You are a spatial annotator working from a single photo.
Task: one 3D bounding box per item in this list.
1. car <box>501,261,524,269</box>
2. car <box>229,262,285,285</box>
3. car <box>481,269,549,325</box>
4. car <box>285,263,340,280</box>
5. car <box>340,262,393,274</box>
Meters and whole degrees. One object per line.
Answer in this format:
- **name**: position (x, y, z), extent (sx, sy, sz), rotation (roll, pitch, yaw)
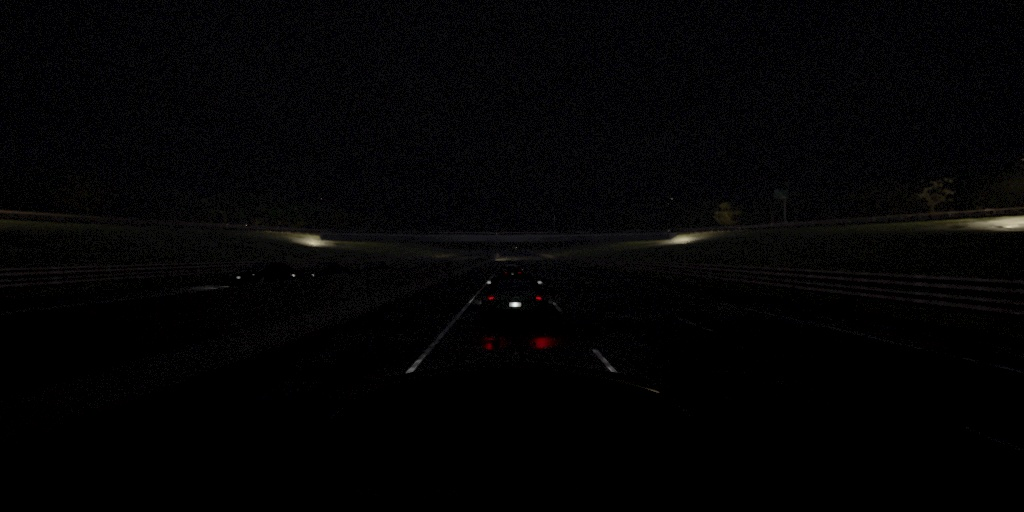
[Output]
- **car**: position (0.042, 1.158, 29.260), extent (1.812, 1.442, 4.674), rotation (0, 0, 0)
- **car**: position (-17.582, 1.162, 25.483), extent (1.837, 1.490, 4.892), rotation (0, 0, 0)
- **car**: position (0.084, 1.283, 11.735), extent (1.994, 1.385, 4.181), rotation (0, 0, 0)
- **car**: position (-14.072, 1.196, 26.760), extent (2.033, 1.411, 5.357), rotation (0, 0, 1)
- **car**: position (-10.570, 1.193, 27.235), extent (2.033, 1.411, 5.357), rotation (0, 0, 0)
